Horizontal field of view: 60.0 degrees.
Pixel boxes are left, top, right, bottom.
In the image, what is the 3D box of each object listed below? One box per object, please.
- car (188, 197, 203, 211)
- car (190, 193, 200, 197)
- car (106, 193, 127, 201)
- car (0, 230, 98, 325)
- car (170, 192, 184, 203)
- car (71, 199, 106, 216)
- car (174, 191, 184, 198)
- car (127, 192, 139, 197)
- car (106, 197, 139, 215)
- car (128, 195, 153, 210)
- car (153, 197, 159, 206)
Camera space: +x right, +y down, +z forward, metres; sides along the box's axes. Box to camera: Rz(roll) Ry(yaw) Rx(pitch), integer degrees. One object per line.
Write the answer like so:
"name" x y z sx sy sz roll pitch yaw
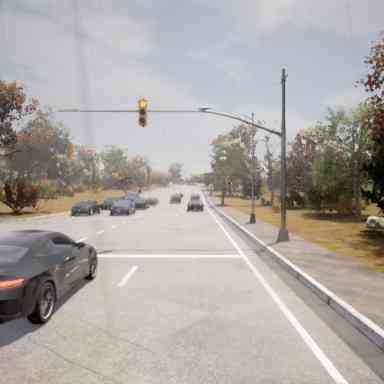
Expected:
"car" 0.437 1.597 41.121 1.895 1.301 4.718 0 0 1
"car" 0.656 0.994 64.714 1.812 1.442 4.674 0 3 1
"car" -10.238 1.348 43.017 2.097 1.767 4.553 0 0 1
"car" -3.400 1.525 7.007 1.812 1.442 4.674 0 0 -1
"car" -2.885 1.174 60.713 1.837 1.490 4.892 0 1 1
"car" -10.337 1.502 32.828 1.837 1.490 4.892 0 0 0
"car" -2.853 0.580 74.082 1.895 1.301 4.718 0 3 1
"car" -10.106 1.104 55.488 2.150 2.045 5.566 0 1 1
"car" -6.831 1.523 33.287 1.812 1.442 4.674 0 0 1
"car" -6.732 1.473 43.605 1.882 1.535 5.008 0 0 1
"car" -6.617 1.502 54.797 1.895 1.301 4.718 0 2 1
